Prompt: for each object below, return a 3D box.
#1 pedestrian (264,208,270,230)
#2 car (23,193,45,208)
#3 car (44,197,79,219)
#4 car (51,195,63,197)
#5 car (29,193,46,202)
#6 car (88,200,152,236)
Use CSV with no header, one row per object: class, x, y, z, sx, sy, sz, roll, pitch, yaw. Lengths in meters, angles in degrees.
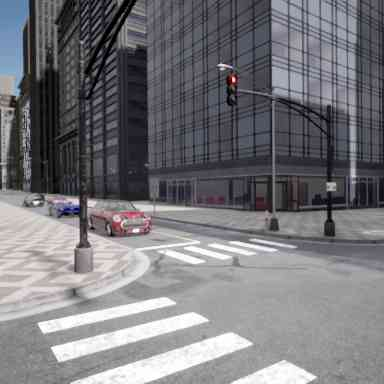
pedestrian,3.894,1.372,17.302,0.500,1.100,0.500,0,0,-34
car,-19.291,1.106,40.360,2.128,1.511,4.902,-1,1,-34
car,-10.433,1.376,27.283,1.895,1.301,4.718,-1,1,-34
car,-17.819,1.118,43.821,1.994,1.385,4.181,-1,1,-34
car,-26.145,0.883,56.046,1.837,1.490,4.892,-1,1,-34
car,-3.931,1.233,17.708,2.097,1.767,4.553,-1,1,-34
